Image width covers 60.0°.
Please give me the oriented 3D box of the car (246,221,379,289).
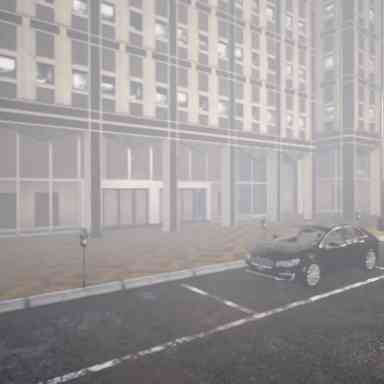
[{"bbox_3d":[3.360,1.503,8.949,4.403,1.369,2.008,0,0,-35],"label":"car"}]
